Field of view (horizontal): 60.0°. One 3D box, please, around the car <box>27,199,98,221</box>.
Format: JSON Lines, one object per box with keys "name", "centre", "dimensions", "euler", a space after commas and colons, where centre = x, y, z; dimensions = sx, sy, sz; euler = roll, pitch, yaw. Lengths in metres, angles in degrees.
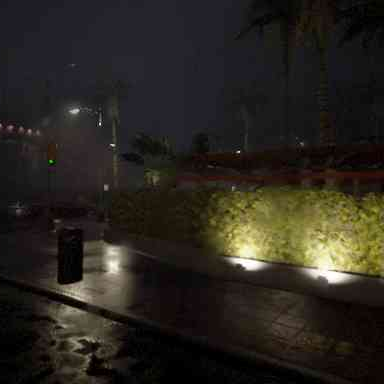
{"name": "car", "centre": [-9.436, 1.295, 24.643], "dimensions": [1.882, 1.535, 5.008], "euler": [0, -1, 43]}
